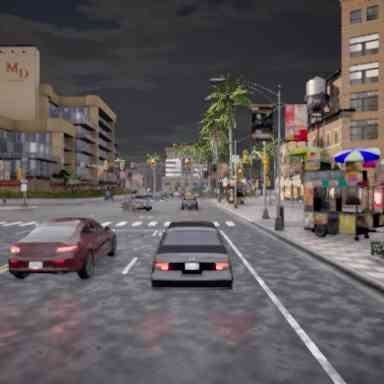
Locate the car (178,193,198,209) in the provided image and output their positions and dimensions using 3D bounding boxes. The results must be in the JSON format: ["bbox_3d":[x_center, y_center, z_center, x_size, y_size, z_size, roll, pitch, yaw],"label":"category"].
[{"bbox_3d":[-0.278,1.207,40.176,2.128,1.511,4.902,0,0,-1],"label":"car"}]

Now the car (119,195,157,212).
[{"bbox_3d":[-5.975,1.301,34.778,2.033,1.411,5.357,0,0,-31],"label":"car"}]

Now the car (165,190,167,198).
[{"bbox_3d":[-7.856,0.590,89.891,2.150,2.045,5.566,0,0,-1],"label":"car"}]

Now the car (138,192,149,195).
[{"bbox_3d":[-11.196,1.077,73.360,1.895,1.301,4.718,0,0,-1],"label":"car"}]

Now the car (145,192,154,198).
[{"bbox_3d":[-11.352,0.846,89.446,1.882,1.535,5.008,0,0,-1],"label":"car"}]

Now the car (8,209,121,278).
[{"bbox_3d":[-3.513,1.456,9.748,1.812,1.442,4.674,0,0,0],"label":"car"}]

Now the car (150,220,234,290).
[{"bbox_3d":[-0.007,1.483,9.009,2.033,1.411,5.357,0,0,0],"label":"car"}]

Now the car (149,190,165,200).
[{"bbox_3d":[-7.702,0.833,73.949,2.097,1.767,4.553,0,0,-1],"label":"car"}]
